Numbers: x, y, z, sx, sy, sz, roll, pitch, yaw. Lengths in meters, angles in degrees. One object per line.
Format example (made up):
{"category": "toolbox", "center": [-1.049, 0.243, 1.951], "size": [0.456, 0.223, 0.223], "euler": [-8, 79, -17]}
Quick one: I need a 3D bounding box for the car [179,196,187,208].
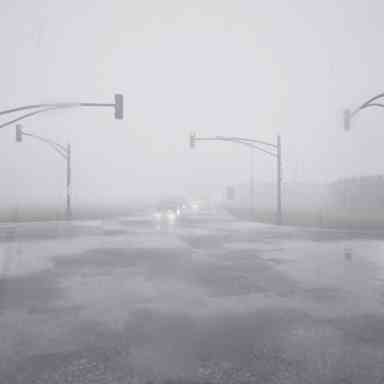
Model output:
{"category": "car", "center": [-2.353, 1.486, 47.920], "size": [2.128, 1.511, 4.902], "euler": [0, 0, 3]}

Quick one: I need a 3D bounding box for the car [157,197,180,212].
{"category": "car", "center": [-2.823, 1.599, 38.266], "size": [1.895, 1.301, 4.718], "euler": [0, 0, 3]}

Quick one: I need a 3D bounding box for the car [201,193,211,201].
{"category": "car", "center": [3.339, 1.191, 79.102], "size": [2.150, 2.045, 5.566], "euler": [0, 0, 5]}
